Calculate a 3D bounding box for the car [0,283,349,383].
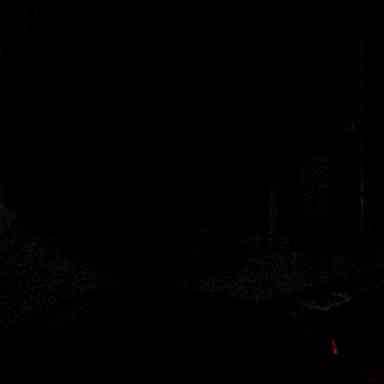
[{"bbox_3d":[-0.612,1.562,2.628,4.181,1.385,1.994,0,0,-35],"label":"car"}]
